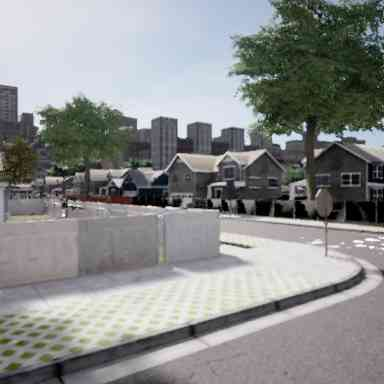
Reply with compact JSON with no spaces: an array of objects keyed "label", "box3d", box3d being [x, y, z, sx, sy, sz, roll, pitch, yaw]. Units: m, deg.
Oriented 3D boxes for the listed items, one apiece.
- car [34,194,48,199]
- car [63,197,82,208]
[{"label":"car","box3d":[-35.560,1.346,78.752,2.097,1.767,4.553,0,0,-35]},{"label":"car","box3d":[-17.251,1.522,47.870,1.812,1.442,4.674,0,0,-35]}]
